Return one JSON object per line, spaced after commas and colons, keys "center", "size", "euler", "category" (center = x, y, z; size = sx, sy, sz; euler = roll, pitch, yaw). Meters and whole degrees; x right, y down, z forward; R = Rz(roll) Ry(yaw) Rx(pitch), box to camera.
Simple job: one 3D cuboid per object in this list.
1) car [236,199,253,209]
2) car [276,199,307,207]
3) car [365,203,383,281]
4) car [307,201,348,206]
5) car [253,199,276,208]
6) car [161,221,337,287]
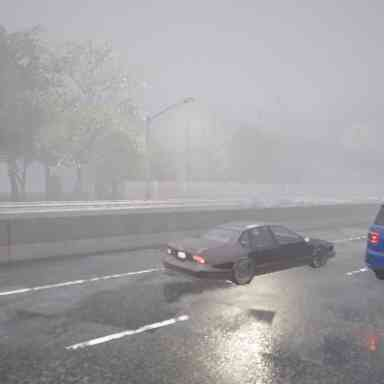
{"center": [7.130, 1.506, 38.944], "size": [4.181, 1.385, 1.994], "euler": [0, 0, -37], "category": "car"}
{"center": [10.959, 1.543, 33.281], "size": [4.718, 1.301, 1.895], "euler": [0, 0, -35], "category": "car"}
{"center": [6.650, 1.198, 8.484], "size": [5.566, 2.045, 2.150], "euler": [0, 0, -35], "category": "car"}
{"center": [13.012, 1.543, 30.447], "size": [4.718, 1.301, 1.895], "euler": [0, 0, -35], "category": "car"}
{"center": [9.567, 1.488, 36.586], "size": [5.357, 1.411, 2.033], "euler": [0, 0, -35], "category": "car"}
{"center": [1.802, 1.531, 9.331], "size": [5.357, 1.411, 2.033], "euler": [0, 0, -35], "category": "car"}
